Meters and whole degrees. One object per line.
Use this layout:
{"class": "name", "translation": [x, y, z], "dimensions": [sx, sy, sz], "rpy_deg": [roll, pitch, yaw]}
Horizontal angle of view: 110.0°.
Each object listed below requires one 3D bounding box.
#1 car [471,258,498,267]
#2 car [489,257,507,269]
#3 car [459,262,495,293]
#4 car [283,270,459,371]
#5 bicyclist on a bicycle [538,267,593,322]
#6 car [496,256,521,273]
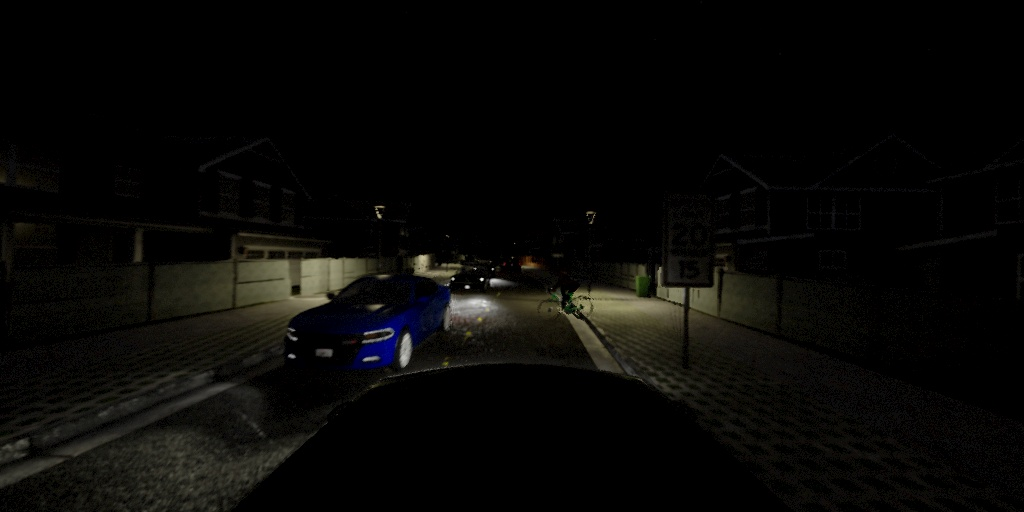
{"class": "car", "translation": [-2.458, 1.160, 32.302], "dimensions": [1.895, 1.301, 4.718], "rpy_deg": [1, 0, -3]}
{"class": "car", "translation": [-2.061, 0.968, 51.447], "dimensions": [1.837, 1.490, 4.892], "rpy_deg": [1, 1, -11]}
{"class": "car", "translation": [-2.206, 1.226, 20.045], "dimensions": [1.895, 1.301, 4.718], "rpy_deg": [1, 0, 1]}
{"class": "car", "translation": [-2.647, 1.145, 7.762], "dimensions": [1.882, 1.535, 5.008], "rpy_deg": [1, 0, 3]}
{"class": "bicyclist on a bicycle", "translation": [1.555, 1.127, 10.754], "dimensions": [1.656, 1.620, 0.582], "rpy_deg": [-6, 0, 3]}
{"class": "car", "translation": [-0.222, 0.926, 39.566], "dimensions": [2.097, 1.767, 4.553], "rpy_deg": [1, 0, -6]}
